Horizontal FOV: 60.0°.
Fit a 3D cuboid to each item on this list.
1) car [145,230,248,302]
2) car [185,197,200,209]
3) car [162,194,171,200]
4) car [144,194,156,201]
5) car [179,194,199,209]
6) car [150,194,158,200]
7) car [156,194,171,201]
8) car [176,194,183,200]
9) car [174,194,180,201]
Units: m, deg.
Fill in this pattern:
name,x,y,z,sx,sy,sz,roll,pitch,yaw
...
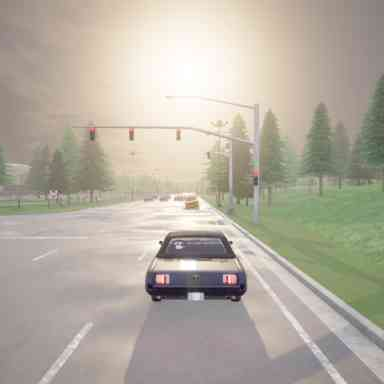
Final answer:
name,x,y,z,sx,sy,sz,roll,pitch,yaw
car,0.094,1.601,8.234,1.895,1.301,4.718,0,0,0
car,0.083,1.591,49.899,2.033,1.411,5.357,0,2,0
car,-6.835,1.372,90.954,2.033,1.411,5.357,0,0,0
car,-10.354,1.531,80.541,2.033,1.411,5.357,0,0,0
car,-0.219,1.063,46.498,1.882,1.535,5.008,-10,16,-4
car,-10.335,1.332,90.961,1.837,1.490,4.892,0,0,0
car,-6.854,1.531,80.534,2.033,1.411,5.357,0,0,0
car,-3.335,1.357,90.948,1.812,1.442,4.674,0,0,0
car,-3.353,1.545,80.945,1.994,1.385,4.181,0,0,0
